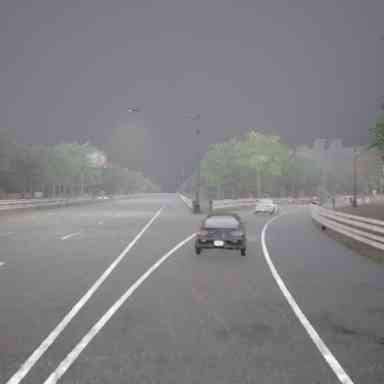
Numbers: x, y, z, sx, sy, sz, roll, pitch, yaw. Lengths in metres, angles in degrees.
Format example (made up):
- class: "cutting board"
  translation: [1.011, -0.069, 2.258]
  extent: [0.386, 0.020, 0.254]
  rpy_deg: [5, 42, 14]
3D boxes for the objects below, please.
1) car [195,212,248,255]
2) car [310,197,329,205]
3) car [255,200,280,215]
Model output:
- class: "car"
  translation: [1.262, 1.546, 13.377]
  extent: [1.812, 1.442, 4.674]
  rpy_deg: [0, 0, 9]
- class: "car"
  translation: [21.563, 1.578, 55.914]
  extent: [1.882, 1.535, 5.008]
  rpy_deg: [0, 0, 40]
- class: "car"
  translation: [7.969, 1.581, 35.067]
  extent: [1.812, 1.442, 4.674]
  rpy_deg: [0, 0, 25]
